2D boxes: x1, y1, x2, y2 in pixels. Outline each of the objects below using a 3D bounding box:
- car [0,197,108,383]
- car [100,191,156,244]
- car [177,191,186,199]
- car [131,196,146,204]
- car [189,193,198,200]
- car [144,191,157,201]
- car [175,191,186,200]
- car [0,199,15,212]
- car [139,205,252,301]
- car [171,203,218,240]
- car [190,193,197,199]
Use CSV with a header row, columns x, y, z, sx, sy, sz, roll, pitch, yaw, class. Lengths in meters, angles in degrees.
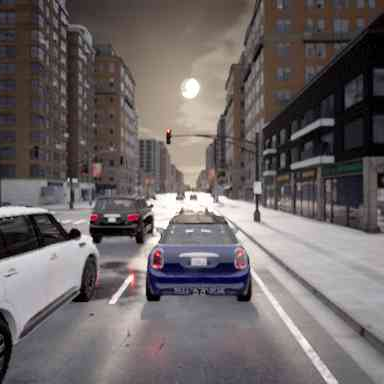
x,y,z,sx,sy,sz,roll,pitch,yaw,class
-3.134,1.195,4.976,2.150,2.045,5.566,0,0,1,car
-3.081,1.146,15.551,2.150,2.045,5.566,0,0,0,car
-2.847,0.725,88.476,2.150,2.045,5.566,0,0,0,car
-9.532,1.330,59.661,1.895,1.301,4.718,0,0,1,car
0.358,1.175,78.425,1.812,1.442,4.674,0,0,0,car
-9.405,0.889,75.776,2.150,2.045,5.566,0,0,0,car
-2.894,1.192,78.026,2.033,1.411,5.357,0,0,0,car
-21.985,1.415,36.292,4.313,1.339,1.947,0,0,1,car
0.136,1.310,8.353,2.097,1.767,4.553,0,0,0,car
0.134,1.407,17.422,2.128,1.511,4.902,0,0,1,car
0.403,1.053,88.432,1.994,1.385,4.181,0,0,0,car
